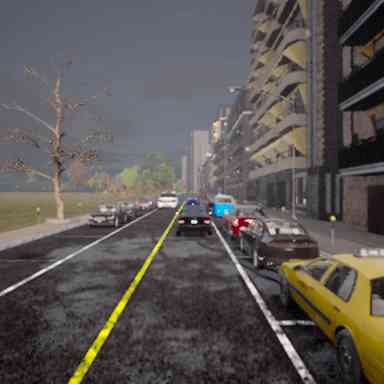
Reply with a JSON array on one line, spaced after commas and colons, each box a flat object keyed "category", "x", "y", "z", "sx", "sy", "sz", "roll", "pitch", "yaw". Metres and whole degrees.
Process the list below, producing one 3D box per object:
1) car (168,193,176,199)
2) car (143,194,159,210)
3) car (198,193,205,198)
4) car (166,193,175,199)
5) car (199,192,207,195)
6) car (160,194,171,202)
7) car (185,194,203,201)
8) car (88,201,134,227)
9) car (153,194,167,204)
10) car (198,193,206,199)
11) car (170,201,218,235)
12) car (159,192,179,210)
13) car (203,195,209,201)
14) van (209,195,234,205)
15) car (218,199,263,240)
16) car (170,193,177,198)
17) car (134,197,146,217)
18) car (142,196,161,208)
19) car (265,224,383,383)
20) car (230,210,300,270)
[{"category": "car", "x": -5.279, "y": 1.082, "z": 89.101, "sx": 1.802, "sy": 1.307, "sz": 4.206, "roll": 1, "pitch": 0, "yaw": 0}, {"category": "car", "x": -5.293, "y": 1.219, "z": 38.215, "sx": 1.967, "sy": 1.590, "sz": 4.097, "roll": 1, "pitch": 0, "yaw": 0}, {"category": "car", "x": 2.603, "y": 1.033, "z": 95.439, "sx": 1.947, "sy": 1.339, "sz": 4.313, "roll": 1, "pitch": 0, "yaw": 0}, {"category": "car", "x": -5.281, "y": 1.081, "z": 83.447, "sx": 2.008, "sy": 1.369, "sz": 4.403, "roll": 1, "pitch": 0, "yaw": 0}, {"category": "car", "x": 2.601, "y": 0.872, "z": 78.455, "sx": 2.192, "sy": 1.841, "sz": 5.009, "roll": 1, "pitch": 0, "yaw": 0}, {"category": "car", "x": -5.286, "y": 1.167, "z": 66.485, "sx": 1.887, "sy": 1.381, "sz": 4.507, "roll": 1, "pitch": 0, "yaw": 0}, {"category": "car", "x": 0.115, "y": 1.291, "z": 40.721, "sx": 1.812, "sy": 1.442, "sz": 4.674, "roll": 0, "pitch": 1, "yaw": 0}, {"category": "car", "x": -5.300, "y": 1.426, "z": 21.254, "sx": 2.008, "sy": 1.369, "sz": 4.403, "roll": 1, "pitch": 0, "yaw": 0}, {"category": "car", "x": -5.288, "y": 1.125, "z": 55.177, "sx": 1.967, "sy": 1.590, "sz": 4.097, "roll": 1, "pitch": 0, "yaw": 0}, {"category": "car", "x": 2.600, "y": 1.071, "z": 84.117, "sx": 1.887, "sy": 1.381, "sz": 4.507, "roll": 1, "pitch": 0, "yaw": 0}, {"category": "car", "x": 0.107, "y": 1.441, "z": 18.154, "sx": 2.033, "sy": 1.411, "sz": 5.357, "roll": 0, "pitch": 0, "yaw": 0}, {"category": "car", "x": -2.737, "y": 0.999, "z": 38.911, "sx": 2.150, "sy": 2.045, "sz": 5.566, "roll": 0, "pitch": 0, "yaw": 0}, {"category": "car", "x": 2.586, "y": 1.342, "z": 38.830, "sx": 1.947, "sy": 1.339, "sz": 4.313, "roll": 1, "pitch": 0, "yaw": 0}, {"category": "van", "x": 2.585, "y": 1.181, "z": 27.507, "sx": 1.690, "sy": 1.788, "sz": 3.998, "roll": 1, "pitch": 0, "yaw": 0}, {"category": "car", "x": 2.580, "y": 1.345, "z": 16.185, "sx": 1.967, "sy": 1.590, "sz": 4.097, "roll": 1, "pitch": 0, "yaw": 0}, {"category": "car", "x": -5.277, "y": 1.015, "z": 94.754, "sx": 1.887, "sy": 1.381, "sz": 4.507, "roll": 1, "pitch": 0, "yaw": 0}, {"category": "car", "x": -5.298, "y": 1.394, "z": 26.908, "sx": 2.008, "sy": 1.369, "sz": 4.403, "roll": 1, "pitch": 0, "yaw": 0}, {"category": "car", "x": -5.293, "y": 1.313, "z": 43.870, "sx": 1.947, "sy": 1.339, "sz": 4.313, "roll": 1, "pitch": 0, "yaw": 0}, {"category": "car", "x": 2.576, "y": 1.495, "z": 5.034, "sx": 1.752, "sy": 1.417, "sz": 4.829, "roll": 1, "pitch": 0, "yaw": 0}, {"category": "car", "x": 2.577, "y": 1.489, "z": 10.525, "sx": 2.008, "sy": 1.369, "sz": 4.403, "roll": 1, "pitch": 0, "yaw": 0}]
